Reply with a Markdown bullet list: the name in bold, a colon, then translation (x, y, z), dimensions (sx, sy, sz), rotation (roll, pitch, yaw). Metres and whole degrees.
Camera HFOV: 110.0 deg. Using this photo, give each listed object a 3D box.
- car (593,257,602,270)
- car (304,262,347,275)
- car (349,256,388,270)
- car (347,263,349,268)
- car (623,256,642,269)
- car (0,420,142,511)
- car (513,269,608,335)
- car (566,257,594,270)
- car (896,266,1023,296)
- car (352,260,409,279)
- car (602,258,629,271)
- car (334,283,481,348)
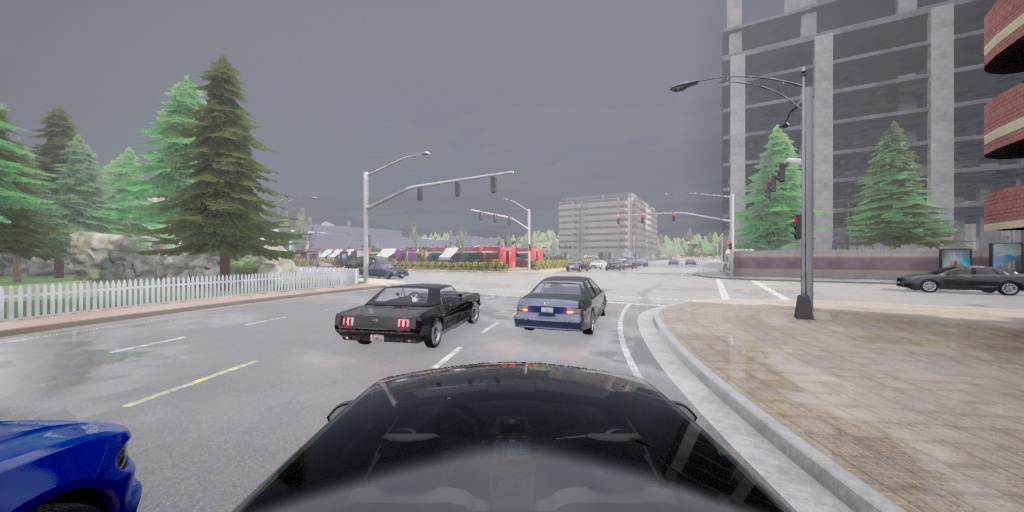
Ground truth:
- **car**: translation (13.104, 1.276, 54.366), dimensions (1.812, 1.442, 4.674), rotation (0, 0, 30)
- **car**: translation (-20.056, 1.331, 37.922), dimensions (4.674, 1.442, 1.812), rotation (0, 0, 30)
- **car**: translation (-14.661, 1.027, 38.837), dimensions (5.566, 2.045, 2.150), rotation (0, 0, 30)
- **car**: translation (-19.928, 1.297, 46.172), dimensions (4.902, 1.511, 2.128), rotation (0, 0, 30)
- **car**: translation (18.705, 1.241, 57.086), dimensions (2.128, 1.511, 4.902), rotation (0, 0, 30)
- **car**: translation (-3.214, 1.228, 0.137), dimensions (1.882, 1.535, 5.008), rotation (0, 0, -2)
- **car**: translation (1.679, 1.297, 10.673), dimensions (2.033, 1.411, 5.357), rotation (0, 0, 20)
- **car**: translation (8.528, 1.241, 46.358), dimensions (2.128, 1.511, 4.902), rotation (0, 0, 30)
- **car**: translation (25.042, 1.310, 20.059), dimensions (4.892, 1.490, 1.837), rotation (0, 0, 30)
- **car**: translation (-12.023, 1.353, 33.242), dimensions (5.357, 1.411, 2.033), rotation (0, 0, 31)
- **car**: translation (14.274, 1.314, 49.342), dimensions (1.994, 1.385, 4.181), rotation (0, 0, 30)
- **car**: translation (-2.256, 1.351, 9.317), dimensions (1.895, 1.301, 4.718), rotation (0, 0, 11)
